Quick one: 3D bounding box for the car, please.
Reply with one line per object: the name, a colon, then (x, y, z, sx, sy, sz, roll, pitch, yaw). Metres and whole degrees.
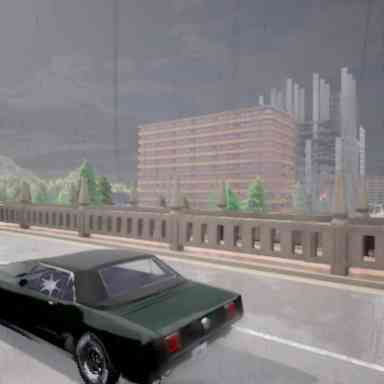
car: (-1.693, 1.594, 5.280, 4.718, 1.301, 1.895, 0, 0, 36)
